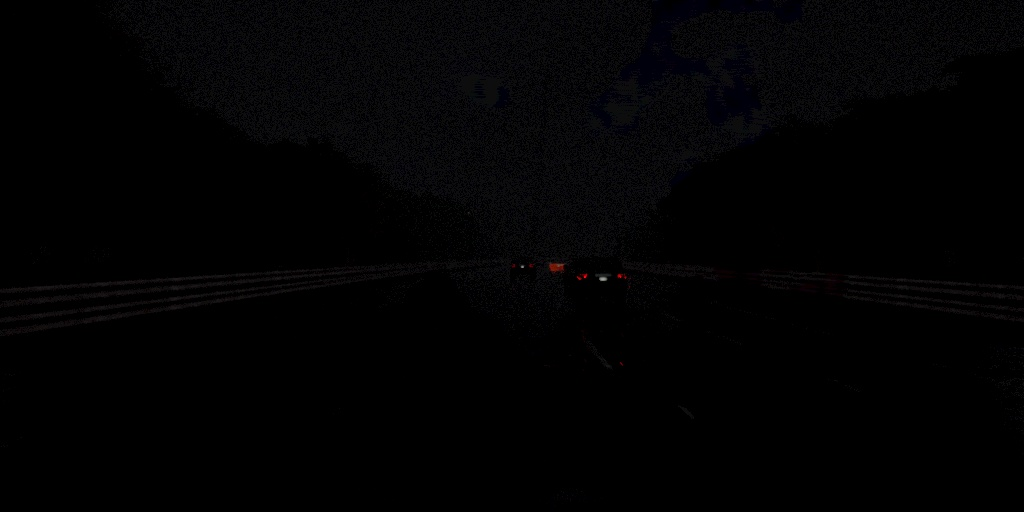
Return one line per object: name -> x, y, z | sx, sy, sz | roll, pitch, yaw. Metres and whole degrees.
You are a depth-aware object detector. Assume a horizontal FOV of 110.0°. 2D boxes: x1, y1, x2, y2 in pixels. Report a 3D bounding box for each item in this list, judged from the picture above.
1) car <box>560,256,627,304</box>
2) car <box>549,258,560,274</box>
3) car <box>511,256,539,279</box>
car -> 3.714, 1.001, 16.818 | 2.150, 2.045, 5.566 | 0, 0, 2
car -> 5.524, 1.162, 42.934 | 2.097, 1.767, 4.553 | 0, 0, 6
car -> 1.105, 0.998, 33.050 | 2.150, 2.045, 5.566 | 0, 0, 5
